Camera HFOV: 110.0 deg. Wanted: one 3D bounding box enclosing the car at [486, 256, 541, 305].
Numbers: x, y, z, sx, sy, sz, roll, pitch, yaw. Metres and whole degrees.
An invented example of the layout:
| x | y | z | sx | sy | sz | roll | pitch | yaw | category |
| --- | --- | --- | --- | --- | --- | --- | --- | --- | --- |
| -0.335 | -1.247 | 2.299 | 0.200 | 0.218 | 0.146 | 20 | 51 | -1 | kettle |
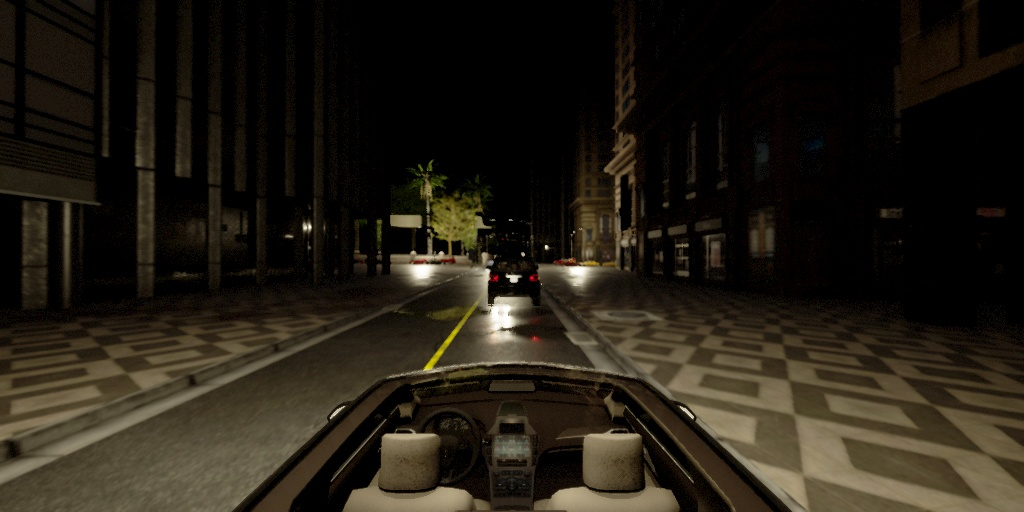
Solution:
| x | y | z | sx | sy | sz | roll | pitch | yaw | category |
| --- | --- | --- | --- | --- | --- | --- | --- | --- | --- |
| 0.077 | 0.996 | 16.254 | 2.150 | 2.045 | 5.566 | 0 | 0 | 0 | car |

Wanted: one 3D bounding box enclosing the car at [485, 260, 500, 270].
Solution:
| x | y | z | sx | sy | sz | roll | pitch | yaw | category |
| --- | --- | --- | --- | --- | --- | --- | --- | --- | --- |
| -3.058 | 1.396 | 56.287 | 2.033 | 1.411 | 5.357 | 0 | 0 | 0 | car |
